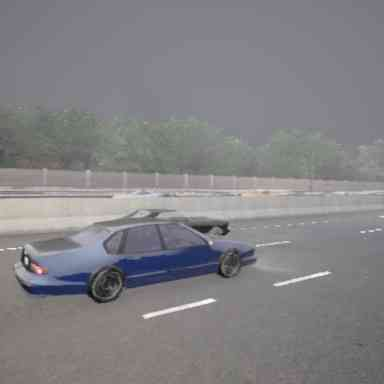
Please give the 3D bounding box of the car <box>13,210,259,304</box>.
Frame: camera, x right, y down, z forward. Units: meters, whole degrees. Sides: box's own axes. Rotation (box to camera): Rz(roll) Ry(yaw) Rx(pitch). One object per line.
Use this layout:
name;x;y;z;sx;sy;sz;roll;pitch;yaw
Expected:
car;-0.948;1.299;7.491;5.357;1.411;2.033;0;2;-35

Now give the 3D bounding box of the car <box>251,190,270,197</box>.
car;8.064;0.501;39.751;5.008;1.535;1.882;0;2;-35

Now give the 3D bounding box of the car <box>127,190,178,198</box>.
car;-2.631;0.731;27.860;4.718;1.301;1.895;0;2;-35

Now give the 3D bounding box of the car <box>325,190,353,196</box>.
car;16.399;0.761;37.084;5.008;1.535;1.882;0;2;-35

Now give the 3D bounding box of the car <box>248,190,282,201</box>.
car;10.033;0.430;45.420;4.674;1.442;1.812;0;2;-35

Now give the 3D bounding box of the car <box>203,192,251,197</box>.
car;2.044;0.752;26.876;4.902;1.511;2.128;0;2;-35

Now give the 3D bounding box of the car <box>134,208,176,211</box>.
car;-0.872;1.229;11.837;4.718;1.301;1.895;0;2;-35

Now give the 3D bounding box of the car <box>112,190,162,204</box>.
car;-5.661;0.481;34.279;4.718;1.301;1.895;0;2;-35

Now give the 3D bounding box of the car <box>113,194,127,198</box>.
car;-4.858;0.530;30.563;4.674;1.442;1.812;0;2;-35

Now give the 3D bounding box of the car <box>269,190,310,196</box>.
car;11.748;0.700;38.072;5.357;1.411;2.033;0;2;-35

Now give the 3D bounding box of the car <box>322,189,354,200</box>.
car;21.699;0.383;49.407;4.902;1.511;2.128;0;2;-36
